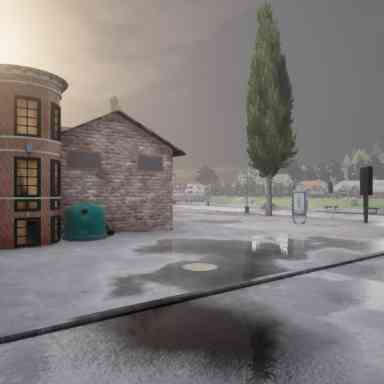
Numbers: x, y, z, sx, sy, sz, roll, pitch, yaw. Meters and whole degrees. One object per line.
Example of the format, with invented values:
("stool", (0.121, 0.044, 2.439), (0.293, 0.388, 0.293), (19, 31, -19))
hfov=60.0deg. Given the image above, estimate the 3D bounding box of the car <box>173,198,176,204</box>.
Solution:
("car", (-4.632, 1.525, 60.368), (1.812, 1.442, 4.674), (0, 0, -35))
